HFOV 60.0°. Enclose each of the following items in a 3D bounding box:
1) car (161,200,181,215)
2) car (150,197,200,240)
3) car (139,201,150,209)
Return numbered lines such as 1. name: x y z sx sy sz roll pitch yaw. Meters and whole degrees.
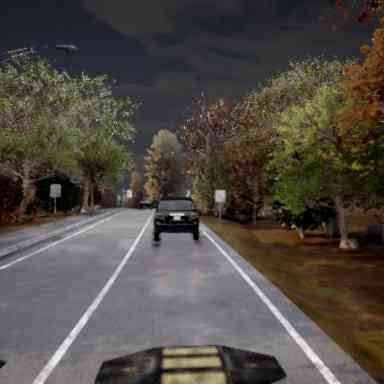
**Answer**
1. car: -2.297 1.590 36.243 2.033 1.411 5.357 0 0 -4
2. car: -0.858 1.247 17.489 2.150 2.045 5.566 0 0 -4
3. car: -7.114 1.963 51.280 1.895 1.301 4.718 0 -2 -4
